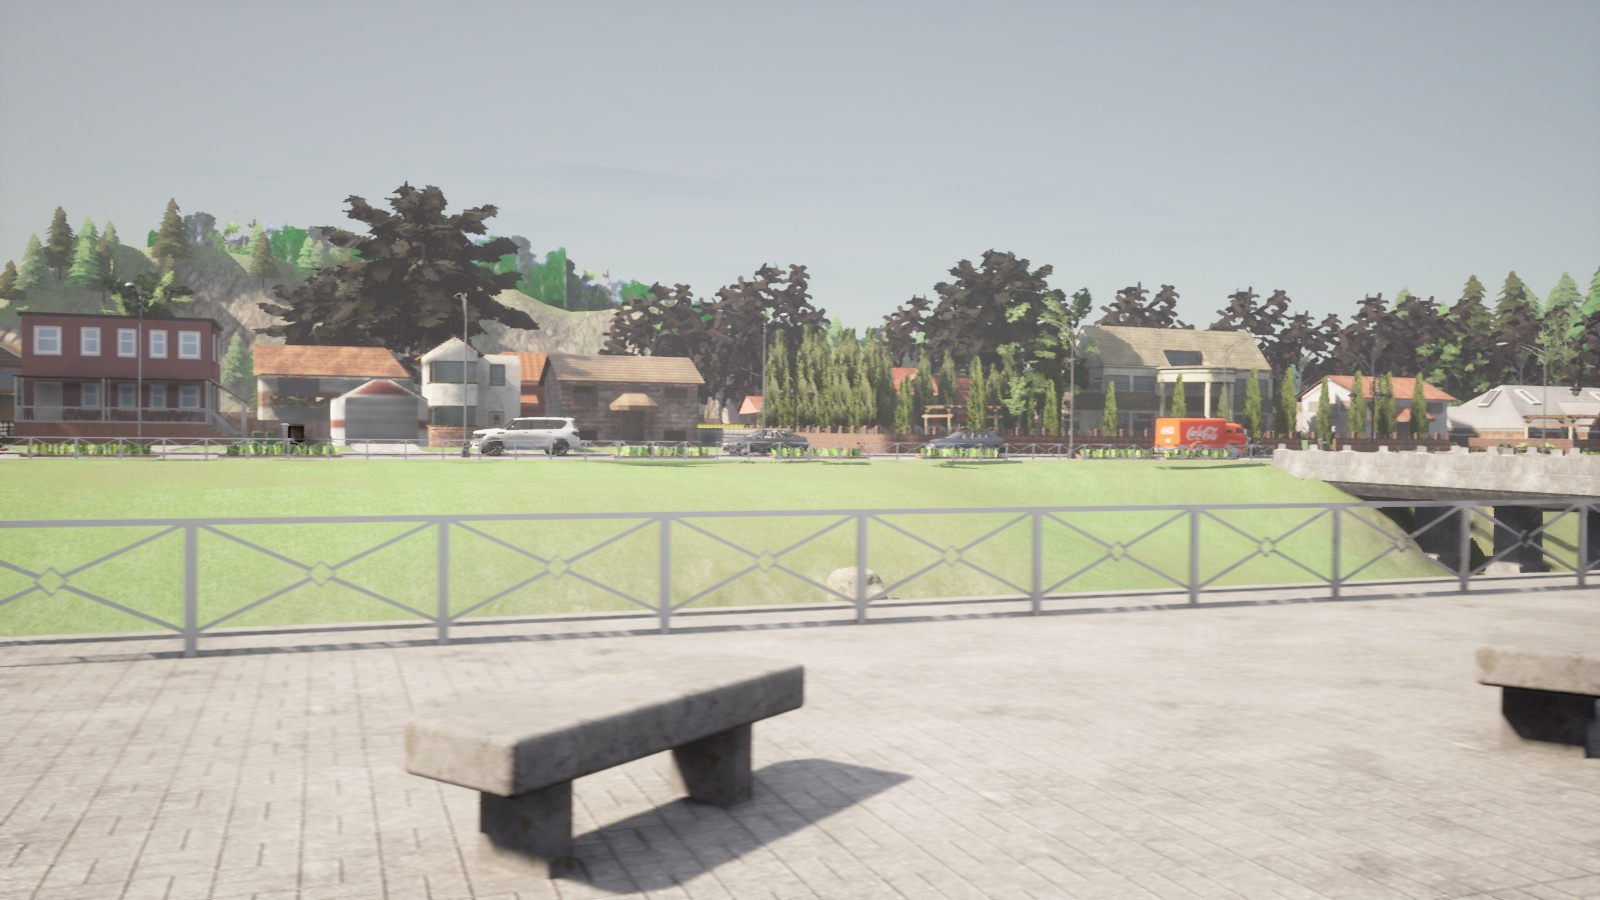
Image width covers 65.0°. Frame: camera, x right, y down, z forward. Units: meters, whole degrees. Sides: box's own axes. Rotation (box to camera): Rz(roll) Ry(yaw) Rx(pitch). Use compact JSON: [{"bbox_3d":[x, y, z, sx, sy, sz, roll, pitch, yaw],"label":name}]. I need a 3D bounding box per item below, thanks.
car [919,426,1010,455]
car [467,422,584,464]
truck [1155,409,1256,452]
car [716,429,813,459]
[{"bbox_3d":[9.631,-0.571,73.416,4.856,1.649,2.033,-1,1,-21],"label":"car"},{"bbox_3d":[-14.072,-0.379,64.420,5.566,2.045,2.150,-1,1,-21],"label":"car"},{"bbox_3d":[24.085,-1.163,74.616,5.204,2.467,2.627,-1,1,-21],"label":"truck"},{"bbox_3d":[-1.940,-0.348,69.026,4.902,1.511,2.128,-1,1,-21],"label":"car"}]
